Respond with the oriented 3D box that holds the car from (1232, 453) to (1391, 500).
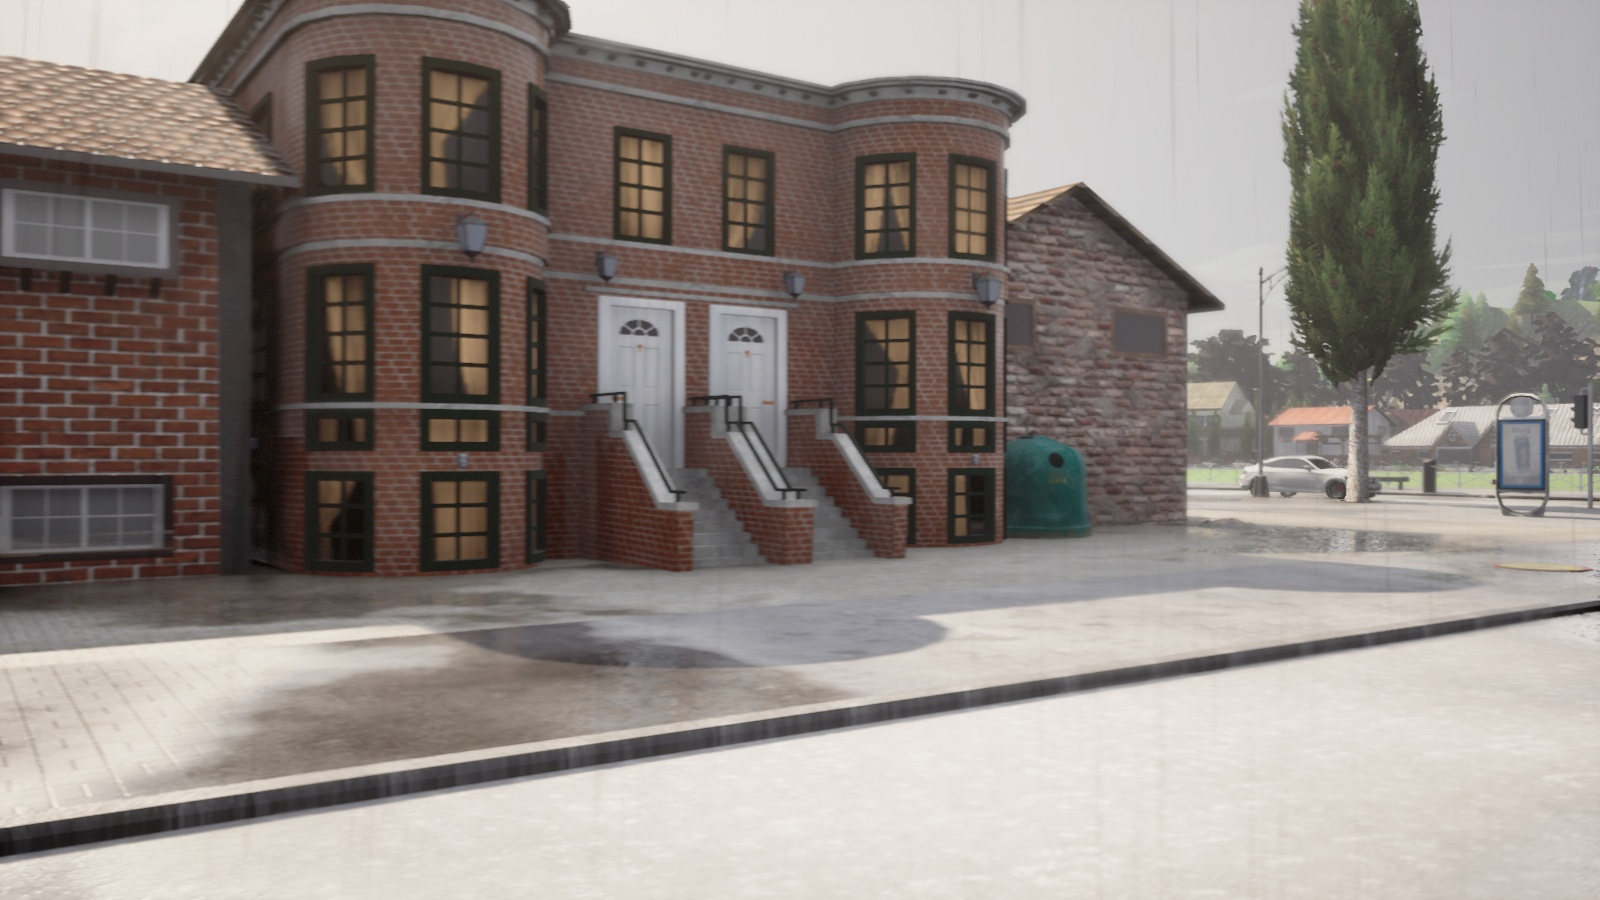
[{"bbox_3d":[16.886,0.837,41.680,1.812,1.442,4.674,0,0,-35],"label":"car"}]
